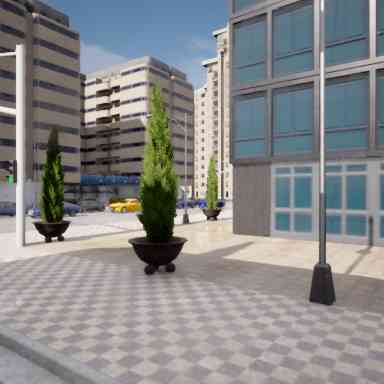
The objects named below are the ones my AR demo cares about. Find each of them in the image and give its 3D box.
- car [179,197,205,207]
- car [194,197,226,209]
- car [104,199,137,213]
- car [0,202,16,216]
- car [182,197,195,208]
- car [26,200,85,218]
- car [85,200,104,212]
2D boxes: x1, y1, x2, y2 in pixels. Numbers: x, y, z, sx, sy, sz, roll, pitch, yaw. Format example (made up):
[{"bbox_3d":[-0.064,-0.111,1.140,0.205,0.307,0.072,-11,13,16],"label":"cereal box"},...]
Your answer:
[{"bbox_3d":[-0.008,1.578,53.809,1.812,1.442,4.674,0,0,36],"label":"car"},{"bbox_3d":[2.834,1.531,45.448,1.882,1.535,5.008,0,0,35],"label":"car"},{"bbox_3d":[-7.143,1.530,37.755,1.882,1.535,5.008,0,0,35],"label":"car"},{"bbox_3d":[-17.121,1.600,29.725,2.033,1.411,5.357,0,0,35],"label":"car"},{"bbox_3d":[-1.365,1.578,45.885,1.812,1.442,4.674,0,0,35],"label":"car"},{"bbox_3d":[-12.465,1.578,30.207,1.812,1.442,4.674,0,0,35],"label":"car"},{"bbox_3d":[-11.786,1.616,37.254,1.994,1.385,4.181,0,0,35],"label":"car"}]
